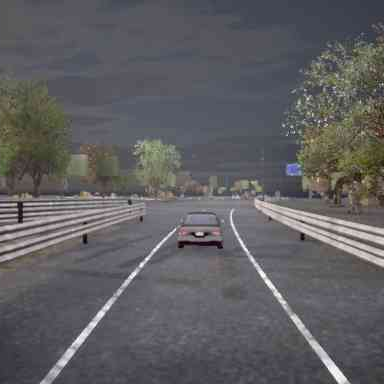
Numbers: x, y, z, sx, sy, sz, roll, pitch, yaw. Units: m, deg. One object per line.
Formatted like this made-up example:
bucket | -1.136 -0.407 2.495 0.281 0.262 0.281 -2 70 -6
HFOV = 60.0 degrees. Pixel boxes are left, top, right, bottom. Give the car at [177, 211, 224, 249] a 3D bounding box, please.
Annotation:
car | 0.418 1.555 14.497 2.033 1.411 5.357 0 0 3
